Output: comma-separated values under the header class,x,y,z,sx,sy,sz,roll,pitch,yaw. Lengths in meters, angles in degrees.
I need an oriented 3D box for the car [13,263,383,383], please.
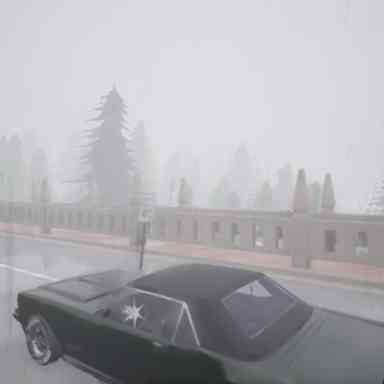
class,x,y,z,sx,sy,sz,roll,pitch,yaw
car,-0.224,1.606,4.150,4.718,1.301,1.895,0,0,35
